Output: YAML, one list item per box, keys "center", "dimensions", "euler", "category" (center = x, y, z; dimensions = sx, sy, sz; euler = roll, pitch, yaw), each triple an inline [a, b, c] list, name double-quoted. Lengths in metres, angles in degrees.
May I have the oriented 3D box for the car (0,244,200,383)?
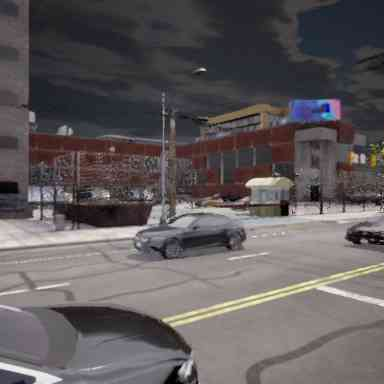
- center: [-2.156, 1.491, 2.208]
  dimensions: [4.902, 1.511, 2.128]
  euler: [0, 0, -35]
  category: "car"

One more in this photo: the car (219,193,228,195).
- center: [8.084, 1.459, 67.379]
  dimensions: [4.786, 1.482, 2.161]
  euler: [0, 0, -36]
  category: "car"

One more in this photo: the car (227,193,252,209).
- center: [6.981, 1.293, 40.172]
  dimensions: [4.553, 1.767, 2.185]
  euler: [0, 0, -36]
  category: "car"

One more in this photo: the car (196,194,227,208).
- center: [2.506, 1.444, 46.313]
  dimensions: [4.193, 1.474, 1.816]
  euler: [0, 0, -36]
  category: "car"

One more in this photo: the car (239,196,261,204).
- center: [10.989, 1.513, 63.234]
  dimensions: [3.806, 1.475, 1.970]
  euler: [0, 0, -36]
  category: "car"

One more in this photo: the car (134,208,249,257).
- center: [0.093, 1.536, 12.656]
  dimensions: [4.674, 1.442, 1.812]
  euler: [0, 0, -35]
  category: "car"

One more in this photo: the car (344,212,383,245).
- center: [8.985, 1.569, 14.699]
  dimensions: [5.357, 1.411, 2.033]
  euler: [0, 0, -35]
  category: "car"
